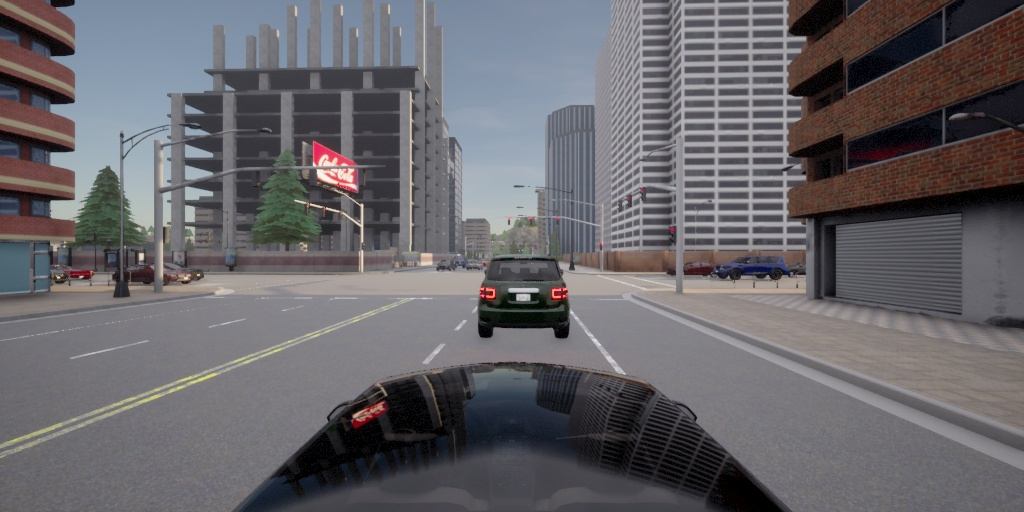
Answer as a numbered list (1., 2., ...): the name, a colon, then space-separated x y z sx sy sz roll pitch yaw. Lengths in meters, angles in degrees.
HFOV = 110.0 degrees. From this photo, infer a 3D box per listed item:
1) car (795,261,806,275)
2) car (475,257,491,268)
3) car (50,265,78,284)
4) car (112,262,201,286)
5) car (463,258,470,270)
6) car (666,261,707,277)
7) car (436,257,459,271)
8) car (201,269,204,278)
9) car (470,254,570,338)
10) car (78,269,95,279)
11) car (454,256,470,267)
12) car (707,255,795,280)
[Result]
1. car: 27.236 1.241 33.751 4.902 1.511 2.128 0 0 2
2. car: -4.879 1.102 61.269 2.097 1.767 4.553 0 0 2
3. car: -34.010 1.255 25.046 4.892 1.490 1.837 0 0 2
4. car: -24.764 1.276 24.746 4.674 1.442 1.812 0 0 2
5. car: -5.282 1.351 51.169 1.895 1.301 4.718 0 0 2
6. car: 17.306 1.228 34.083 5.008 1.535 1.882 0 0 2
7. car: -8.885 1.255 48.534 1.837 1.490 4.892 0 0 2
8. car: -27.207 1.228 28.327 5.008 1.535 1.882 0 0 2
9. car: 0.338 0.971 10.294 2.150 2.045 5.566 0 0 2
10. car: -36.499 1.351 28.630 4.718 1.301 1.895 0 0 2
11. car: -8.504 0.971 58.381 2.150 2.045 5.566 0 0 1
12. car: 20.222 0.971 30.490 5.566 2.045 2.150 0 0 2
